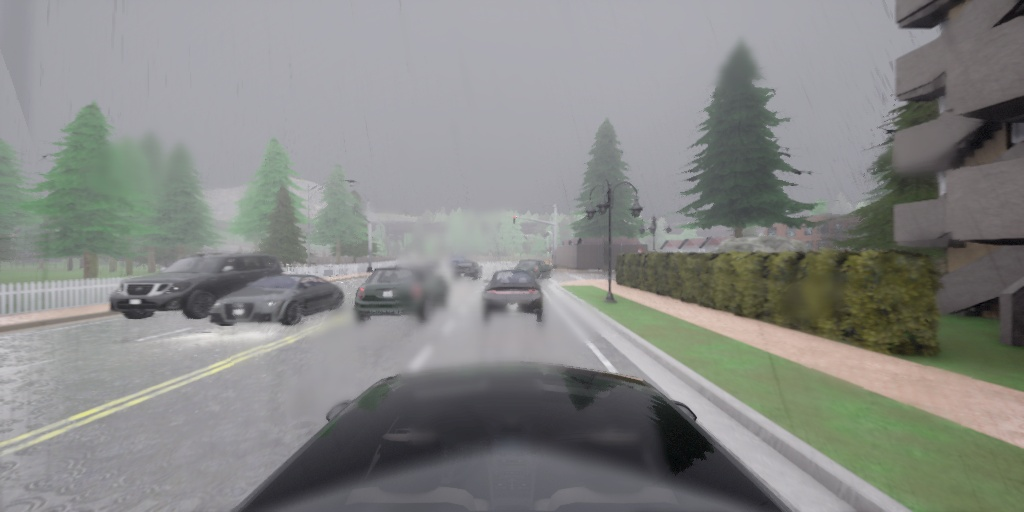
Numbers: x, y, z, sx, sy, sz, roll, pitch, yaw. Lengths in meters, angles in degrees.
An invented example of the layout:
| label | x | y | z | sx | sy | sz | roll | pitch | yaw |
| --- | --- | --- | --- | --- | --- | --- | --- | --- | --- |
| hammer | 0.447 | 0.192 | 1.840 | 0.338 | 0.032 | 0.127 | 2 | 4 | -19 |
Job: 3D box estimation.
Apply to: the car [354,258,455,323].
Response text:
| label | x | y | z | sx | sy | sz | roll | pitch | yaw |
| --- | --- | --- | --- | --- | --- | --- | --- | --- | --- |
| car | -3.437 | 1.066 | 12.135 | 2.097 | 1.767 | 4.553 | 0 | 0 | 0 |

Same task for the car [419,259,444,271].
| label | x | y | z | sx | sy | sz | roll | pitch | yaw |
| --- | --- | --- | --- | --- | --- | --- | --- | --- | --- |
| car | -10.583 | 1.139 | 47.518 | 2.033 | 1.411 | 5.357 | 0 | 0 | 0 |

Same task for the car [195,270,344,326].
| label | x | y | z | sx | sy | sz | roll | pitch | yaw |
| --- | --- | --- | --- | --- | --- | --- | --- | --- | --- |
| car | -7.071 | 1.281 | 11.306 | 1.994 | 1.385 | 4.181 | 0 | 0 | 0 |

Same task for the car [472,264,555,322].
| label | x | y | z | sx | sy | sz | roll | pitch | yaw |
| --- | --- | --- | --- | --- | --- | --- | --- | --- | --- |
| car | 0.063 | 1.205 | 12.108 | 2.128 | 1.511 | 4.902 | 0 | 0 | 0 |

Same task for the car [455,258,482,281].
| label | x | y | z | sx | sy | sz | roll | pitch | yaw |
| --- | --- | --- | --- | --- | --- | --- | --- | --- | --- |
| car | -3.430 | 1.164 | 28.317 | 1.837 | 1.490 | 4.892 | 0 | 1 | 0 |

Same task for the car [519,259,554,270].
| label | x | y | z | sx | sy | sz | roll | pitch | yaw |
| --- | --- | --- | --- | --- | --- | --- | --- | --- | --- |
| car | 1.785 | 1.011 | 27.520 | 2.097 | 1.767 | 4.553 | 0 | 0 | 22 |

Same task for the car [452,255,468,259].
| label | x | y | z | sx | sy | sz | roll | pitch | yaw |
| --- | --- | --- | --- | --- | --- | --- | --- | --- | --- |
| car | -7.082 | 0.813 | 48.089 | 2.150 | 2.045 | 5.566 | 0 | 0 | 0 |

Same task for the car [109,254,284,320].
| label | x | y | z | sx | sy | sz | roll | pitch | yaw |
| --- | --- | --- | --- | --- | --- | --- | --- | --- | --- |
| car | -10.562 | 0.936 | 12.831 | 2.150 | 2.045 | 5.566 | 0 | 0 | 0 |
